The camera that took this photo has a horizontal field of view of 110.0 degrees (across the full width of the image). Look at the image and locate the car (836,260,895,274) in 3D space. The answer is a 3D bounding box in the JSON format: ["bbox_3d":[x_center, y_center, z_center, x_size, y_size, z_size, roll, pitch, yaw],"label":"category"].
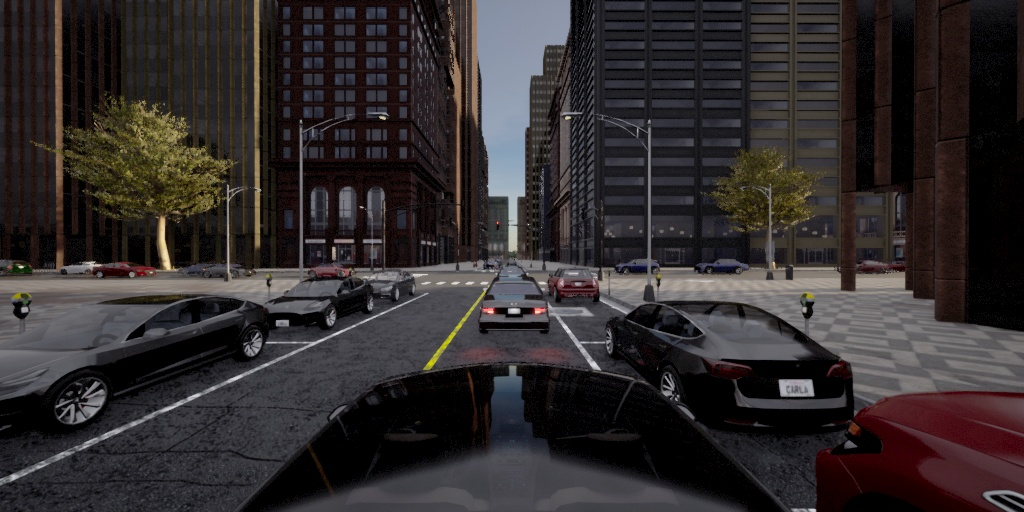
[{"bbox_3d":[37.550,1.185,38.479,4.674,1.442,1.812,0,0,0],"label":"car"}]

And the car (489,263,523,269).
[{"bbox_3d":[-0.007,1.299,20.732,2.033,1.411,5.357,0,0,0],"label":"car"}]

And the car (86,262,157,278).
[{"bbox_3d":[-37.589,1.338,34.866,5.008,1.535,1.882,0,0,0],"label":"car"}]

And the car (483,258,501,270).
[{"bbox_3d":[-3.072,1.122,53.137,2.097,1.767,4.553,0,0,0],"label":"car"}]

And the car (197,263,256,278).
[{"bbox_3d":[-27.482,1.396,34.887,4.181,1.385,1.994,0,0,0],"label":"car"}]

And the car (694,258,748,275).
[{"bbox_3d":[22.051,1.044,38.455,4.553,1.767,2.097,0,0,0],"label":"car"}]

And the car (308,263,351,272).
[{"bbox_3d":[-17.476,1.368,34.909,4.181,1.385,1.994,0,0,0],"label":"car"}]

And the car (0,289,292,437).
[{"bbox_3d":[-5.764,1.316,5.548,1.948,1.339,4.313,0,0,0],"label":"car"}]

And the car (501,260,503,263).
[{"bbox_3d":[-3.093,1.343,63.097,1.994,1.385,4.181,0,0,0],"label":"car"}]

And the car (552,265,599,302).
[{"bbox_3d":[2.757,1.191,16.825,1.967,1.591,4.097,0,0,0],"label":"car"}]

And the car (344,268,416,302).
[{"bbox_3d":[-5.768,1.301,16.821,2.007,1.370,4.403,0,0,0],"label":"car"}]

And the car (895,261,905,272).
[{"bbox_3d":[44.634,1.232,41.707,4.718,1.301,1.895,0,0,0],"label":"car"}]

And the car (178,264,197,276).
[{"bbox_3d":[-32.986,1.394,38.318,4.181,1.385,1.994,0,0,0],"label":"car"}]

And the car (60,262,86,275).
[{"bbox_3d":[-49.236,1.388,41.459,4.674,1.442,1.812,0,0,1],"label":"car"}]

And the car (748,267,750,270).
[{"bbox_3d":[24.527,1.218,41.714,5.357,1.411,2.033,0,0,0],"label":"car"}]

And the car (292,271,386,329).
[{"bbox_3d":[-5.766,1.316,11.184,1.948,1.339,4.313,0,0,0],"label":"car"}]

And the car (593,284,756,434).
[{"bbox_3d":[2.761,1.316,5.553,1.948,1.339,4.313,0,0,0],"label":"car"}]

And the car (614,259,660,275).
[{"bbox_3d":[13.335,1.063,38.433,4.553,1.767,2.097,0,0,0],"label":"car"}]

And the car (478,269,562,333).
[{"bbox_3d":[0.061,1.298,10.660,2.033,1.411,5.357,0,0,0],"label":"car"}]
